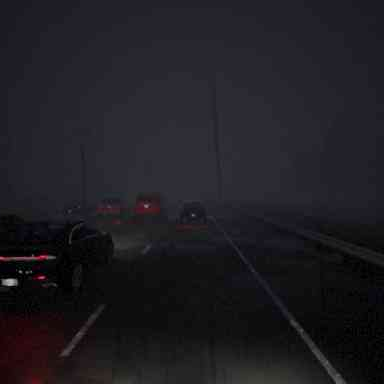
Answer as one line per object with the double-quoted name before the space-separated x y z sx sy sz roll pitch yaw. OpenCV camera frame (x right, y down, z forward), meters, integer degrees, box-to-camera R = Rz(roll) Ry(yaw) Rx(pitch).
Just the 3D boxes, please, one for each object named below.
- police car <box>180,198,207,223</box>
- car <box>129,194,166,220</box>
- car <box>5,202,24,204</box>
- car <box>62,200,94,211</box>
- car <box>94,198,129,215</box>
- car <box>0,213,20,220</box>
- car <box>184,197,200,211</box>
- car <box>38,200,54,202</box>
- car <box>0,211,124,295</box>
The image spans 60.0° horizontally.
"police car" 0.081 1.377 25.167 1.930 1.638 5.238 0 0 0
"car" -3.421 1.169 27.617 2.150 2.045 5.566 0 0 0
"car" -25.063 1.385 48.773 1.882 1.535 5.008 0 0 -3
"car" -10.424 1.467 30.684 1.812 1.442 4.674 0 0 0
"car" -6.921 1.295 29.975 2.097 1.767 4.553 0 0 0
"car" -6.909 1.482 11.632 1.837 1.490 4.892 0 0 0
"car" -0.053 1.447 41.336 1.812 1.442 4.674 0 0 -1
"car" -21.521 1.415 48.215 1.837 1.490 4.892 0 0 -3
"car" -3.406 1.475 8.660 2.128 1.511 4.902 0 0 0
